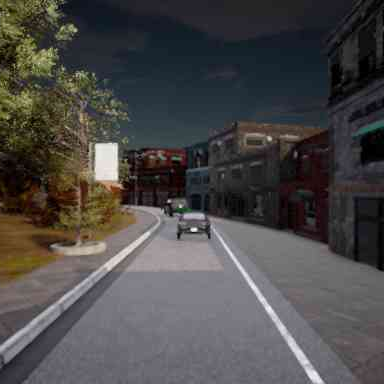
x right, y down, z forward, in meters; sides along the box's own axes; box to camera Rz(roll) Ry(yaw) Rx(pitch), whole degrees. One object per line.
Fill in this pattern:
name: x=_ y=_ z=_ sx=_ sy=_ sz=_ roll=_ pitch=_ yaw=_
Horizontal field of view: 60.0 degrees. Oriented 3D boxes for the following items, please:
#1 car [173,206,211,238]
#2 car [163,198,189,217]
car: x=0.105 y=1.770 z=19.024 sx=1.812 sy=1.442 sz=4.674 roll=0 pitch=-1 yaw=0
car: x=-1.857 y=1.655 z=37.989 sx=2.150 sy=2.045 sz=5.566 roll=0 pitch=0 yaw=-14
